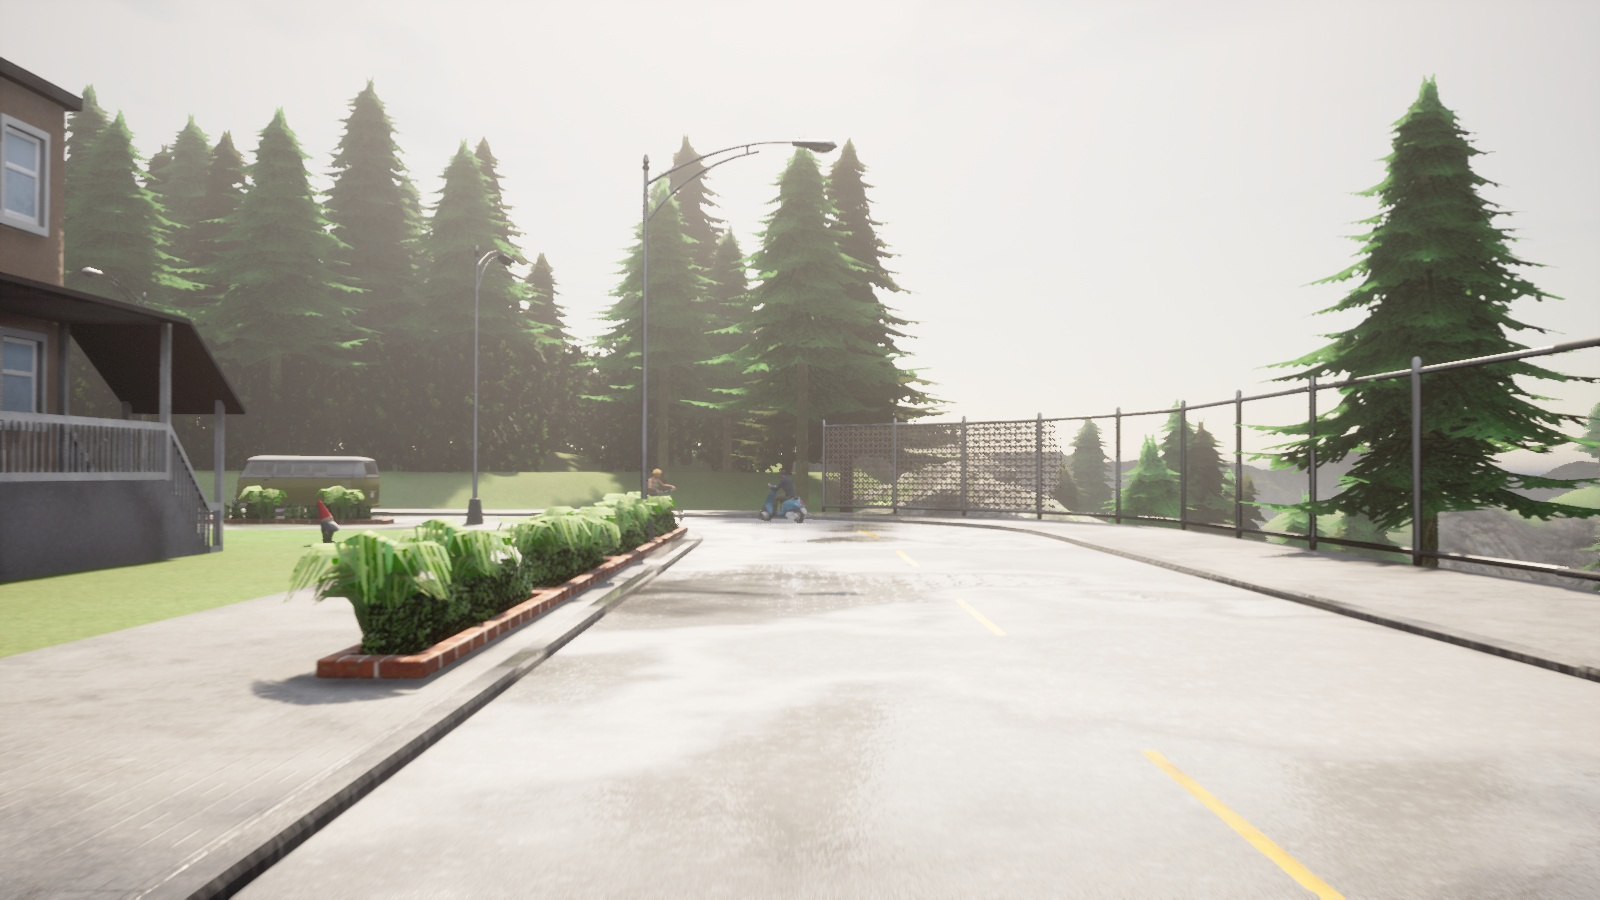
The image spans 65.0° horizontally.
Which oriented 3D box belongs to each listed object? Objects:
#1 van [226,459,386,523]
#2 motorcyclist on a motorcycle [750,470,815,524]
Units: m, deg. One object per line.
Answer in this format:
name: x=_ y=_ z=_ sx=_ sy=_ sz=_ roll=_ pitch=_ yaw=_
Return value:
van: x=-15.855 y=1.307 z=40.421 sx=4.442 sy=1.987 sz=1.775 roll=0 pitch=-1 yaw=0
motorcyclist on a motorcycle: x=-0.550 y=1.408 z=37.994 sx=1.817 sy=1.590 sz=0.866 roll=-1 pitch=0 yaw=41
